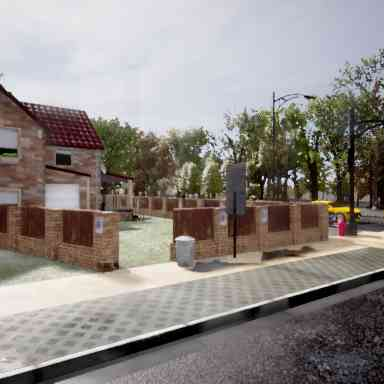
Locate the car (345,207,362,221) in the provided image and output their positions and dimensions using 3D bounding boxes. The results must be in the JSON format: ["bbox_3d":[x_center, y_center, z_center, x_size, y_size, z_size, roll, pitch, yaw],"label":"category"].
[{"bbox_3d":[10.318,1.423,25.468,1.882,1.535,5.008,0,0,-35],"label":"car"}]

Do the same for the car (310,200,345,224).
[{"bbox_3d":[7.828,1.469,23.359,1.812,1.442,4.674,0,0,-35],"label":"car"}]

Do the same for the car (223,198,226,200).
[{"bbox_3d":[4.276,1.396,33.950,2.128,1.511,4.902,0,0,-35],"label":"car"}]
